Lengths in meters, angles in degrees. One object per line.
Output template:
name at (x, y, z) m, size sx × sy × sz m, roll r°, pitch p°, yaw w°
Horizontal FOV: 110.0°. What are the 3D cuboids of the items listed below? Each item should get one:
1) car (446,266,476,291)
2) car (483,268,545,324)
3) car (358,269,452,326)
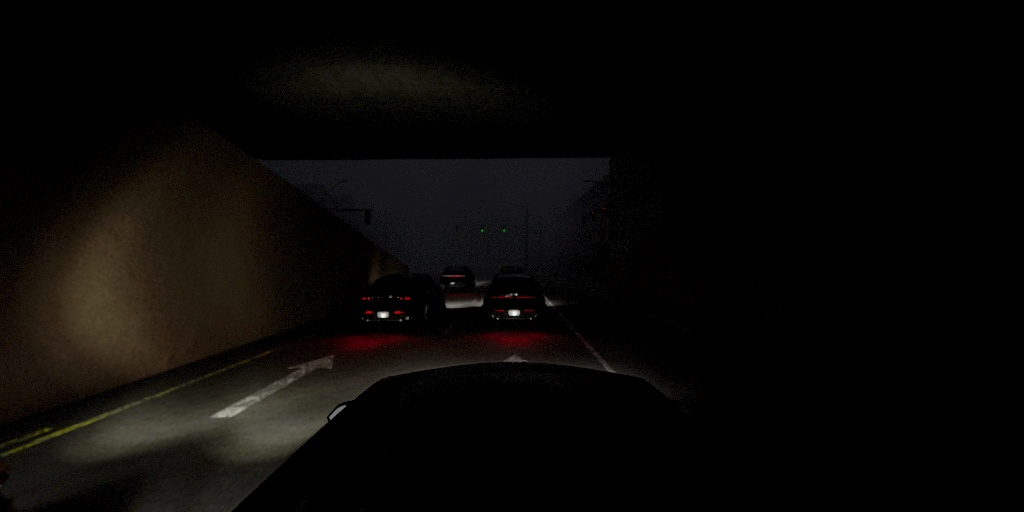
car at (-3.505, 1.415, 23.479) m, size 2.128 × 1.511 × 4.902 m, roll 0°, pitch 0°, yaw -1°
car at (0.059, 1.339, 12.319) m, size 1.837 × 1.490 × 4.892 m, roll 0°, pitch 0°, yaw 0°
car at (-3.441, 1.337, 11.979) m, size 1.837 × 1.490 × 4.892 m, roll 0°, pitch 0°, yaw 0°
